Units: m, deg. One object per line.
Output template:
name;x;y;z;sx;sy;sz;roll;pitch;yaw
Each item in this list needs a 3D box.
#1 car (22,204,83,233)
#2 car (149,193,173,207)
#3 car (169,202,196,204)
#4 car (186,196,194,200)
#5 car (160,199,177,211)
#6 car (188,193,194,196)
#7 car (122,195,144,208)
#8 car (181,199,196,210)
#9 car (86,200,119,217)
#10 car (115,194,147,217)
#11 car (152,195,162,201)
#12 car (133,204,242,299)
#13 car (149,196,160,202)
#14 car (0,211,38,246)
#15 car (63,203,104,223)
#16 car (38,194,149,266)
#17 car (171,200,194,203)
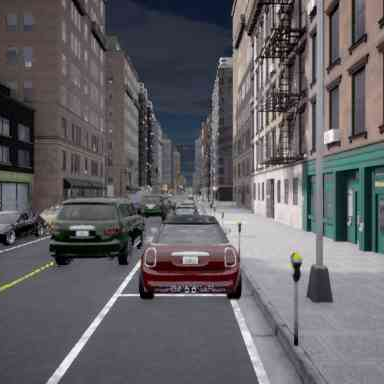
car;-8.408;1.525;20.611;1.752;1.417;4.829;0;0;0
car;-2.940;1.218;26.508;2.150;2.045;5.566;0;0;0
car;-0.383;1.566;20.772;1.947;1.339;4.313;0;0;0
car;-0.383;1.519;37.181;1.752;1.417;4.829;0;0;0
car;-2.933;1.591;42.198;1.895;1.301;4.718;0;0;0
car;-0.382;1.395;90.663;1.967;1.590;4.097;0;0;0
car;-8.408;1.302;47.845;2.192;1.841;5.009;0;0;0
car;-0.383;1.572;42.423;1.802;1.307;4.206;0;0;0
car;-8.408;1.548;31.607;2.008;1.369;4.403;0;0;0
car;-5.865;1.218;32.928;2.150;2.045;5.566;0;0;0
car;-8.408;1.510;79.763;1.887;1.381;4.507;0;0;0
car;-0.033;1.352;8.620;2.097;1.767;4.553;0;0;0
car;-8.408;1.521;74.308;2.008;1.369;4.403;0;0;0
car;-8.408;1.566;15.368;1.947;1.339;4.313;0;0;0
car;-8.408;1.581;26.194;1.802;1.307;4.206;0;0;0
car;-3.010;1.221;11.647;2.150;2.045;5.566;0;0;-1
car;-0.383;1.565;26.185;1.947;1.339;4.313;0;0;0
